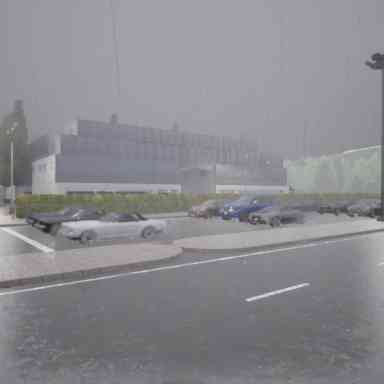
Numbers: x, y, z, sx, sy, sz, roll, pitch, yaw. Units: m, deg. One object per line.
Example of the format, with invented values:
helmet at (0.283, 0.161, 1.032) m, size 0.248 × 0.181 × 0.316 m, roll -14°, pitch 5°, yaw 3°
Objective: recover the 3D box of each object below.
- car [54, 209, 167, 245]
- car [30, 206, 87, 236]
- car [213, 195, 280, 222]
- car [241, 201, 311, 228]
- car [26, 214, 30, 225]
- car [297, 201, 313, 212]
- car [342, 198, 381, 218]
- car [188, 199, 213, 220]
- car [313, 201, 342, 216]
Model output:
car at (-3.647, 1.602, 15.577) m, size 4.718 × 1.301 × 1.895 m, roll 0°, pitch 0°, yaw -36°
car at (-5.992, 1.602, 18.199) m, size 4.718 × 1.301 × 1.895 m, roll 0°, pitch 0°, yaw -36°
car at (4.694, 1.228, 25.924) m, size 5.566 × 2.045 × 2.150 m, roll 1°, pitch 0°, yaw -36°
car at (5.695, 1.567, 22.335) m, size 4.181 × 1.385 × 1.994 m, roll 0°, pitch 0°, yaw -36°
car at (-7.924, 1.602, 21.159) m, size 4.718 × 1.301 × 1.895 m, roll 0°, pitch 0°, yaw -35°
car at (11.791, 1.606, 35.418) m, size 4.718 × 1.301 × 1.895 m, roll 0°, pitch 0°, yaw -36°
car at (15.815, 1.356, 29.687) m, size 4.553 × 1.767 × 2.097 m, roll 0°, pitch 0°, yaw -36°
car at (1.883, 1.354, 28.215) m, size 4.553 × 1.767 × 2.097 m, roll 0°, pitch 0°, yaw -36°
car at (14.518, 1.606, 33.071) m, size 4.718 × 1.301 × 1.895 m, roll 0°, pitch 0°, yaw -36°
